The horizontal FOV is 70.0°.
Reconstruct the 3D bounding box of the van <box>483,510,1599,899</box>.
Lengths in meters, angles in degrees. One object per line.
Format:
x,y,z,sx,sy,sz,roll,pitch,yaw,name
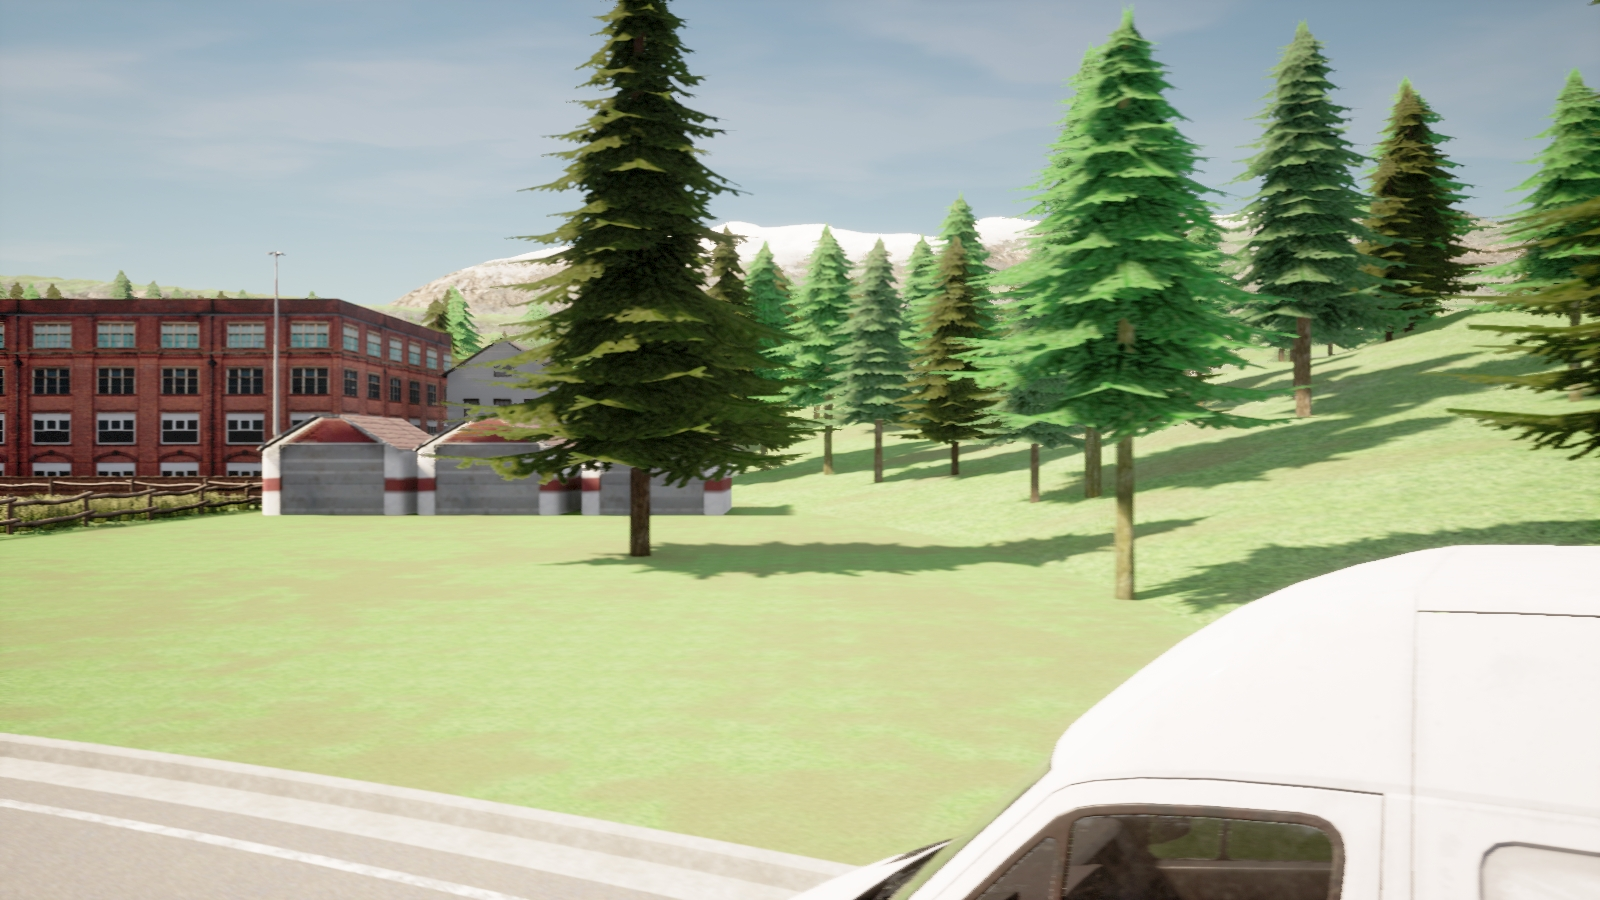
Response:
2.082,1.534,2.611,5.915,2.561,1.988,0,-1,33,van
